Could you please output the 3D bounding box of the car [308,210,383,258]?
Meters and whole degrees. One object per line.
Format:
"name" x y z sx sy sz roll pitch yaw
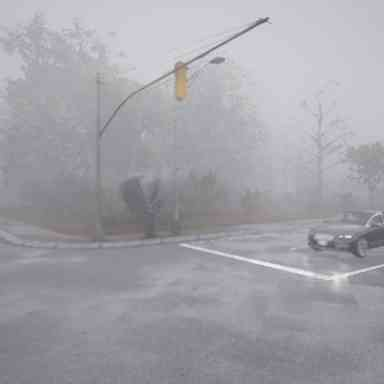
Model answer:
"car" 6.507 1.489 12.913 4.902 1.511 2.128 0 0 -35
